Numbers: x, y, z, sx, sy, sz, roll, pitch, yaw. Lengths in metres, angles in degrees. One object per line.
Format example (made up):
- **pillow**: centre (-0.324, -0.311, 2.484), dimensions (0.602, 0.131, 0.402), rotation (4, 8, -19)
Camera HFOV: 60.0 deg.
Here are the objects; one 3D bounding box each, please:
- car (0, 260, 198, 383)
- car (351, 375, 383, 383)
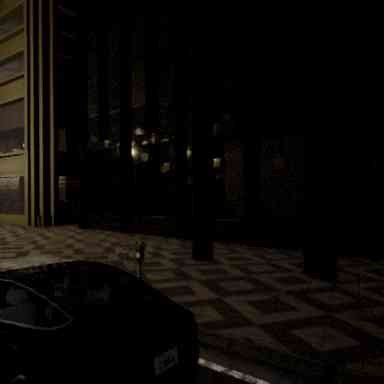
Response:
- **car**: centre (-1.924, 1.565, 4.232), dimensions (4.313, 1.339, 1.947), rotation (0, -1, 36)
- **car**: centre (2.655, 1.545, 0.964), dimensions (4.507, 1.381, 1.887), rotation (0, -1, 36)
